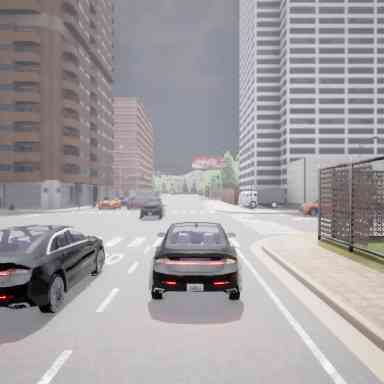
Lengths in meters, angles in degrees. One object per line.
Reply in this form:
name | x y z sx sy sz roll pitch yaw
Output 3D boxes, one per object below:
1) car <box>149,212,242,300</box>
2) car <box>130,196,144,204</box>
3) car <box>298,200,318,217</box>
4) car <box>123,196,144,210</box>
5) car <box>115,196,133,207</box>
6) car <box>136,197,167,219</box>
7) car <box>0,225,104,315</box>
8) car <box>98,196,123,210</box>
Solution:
car | 0.107 1.492 8.364 2.128 1.511 4.902 0 0 1
car | -10.521 1.477 63.980 1.882 1.535 5.008 0 0 1
car | 12.106 1.296 30.295 4.553 1.767 2.097 0 0 0
car | -7.047 1.352 42.893 2.097 1.767 4.553 0 0 0
car | -10.566 1.477 52.127 1.882 1.535 5.008 0 0 0
car | -3.387 1.487 29.212 1.837 1.490 4.892 0 0 0
car | -3.397 1.491 7.552 2.128 1.511 4.902 0 0 0
car | -10.571 1.352 42.903 2.097 1.767 4.553 0 0 0
